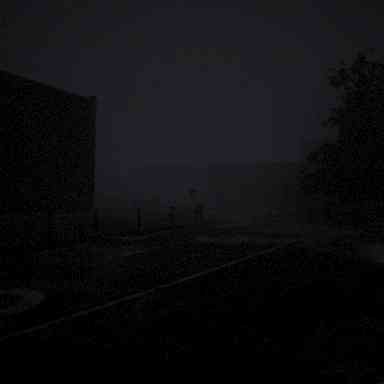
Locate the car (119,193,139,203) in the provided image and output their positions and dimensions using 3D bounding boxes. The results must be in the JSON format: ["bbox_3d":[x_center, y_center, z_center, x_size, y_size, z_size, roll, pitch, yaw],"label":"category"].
[{"bbox_3d":[-12.437,1.400,70.051,2.185,1.767,4.553,1,0,32],"label":"car"}]

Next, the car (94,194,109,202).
[{"bbox_3d":[-19.476,1.218,74.529,2.185,1.767,4.553,2,0,32],"label":"car"}]

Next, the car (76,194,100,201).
[{"bbox_3d":[-24.181,1.212,77.490,2.231,1.521,4.892,2,0,32],"label":"car"}]

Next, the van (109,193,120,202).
[{"bbox_3d":[-14.966,1.239,71.487,1.878,1.987,4.442,2,0,32],"label":"van"}]

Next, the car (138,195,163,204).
[{"bbox_3d":[-7.888,1.653,67.082,2.163,1.488,4.792,1,-1,32],"label":"car"}]

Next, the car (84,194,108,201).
[{"bbox_3d":[-21.948,1.273,76.056,2.097,1.535,5.008,2,0,32],"label":"car"}]
